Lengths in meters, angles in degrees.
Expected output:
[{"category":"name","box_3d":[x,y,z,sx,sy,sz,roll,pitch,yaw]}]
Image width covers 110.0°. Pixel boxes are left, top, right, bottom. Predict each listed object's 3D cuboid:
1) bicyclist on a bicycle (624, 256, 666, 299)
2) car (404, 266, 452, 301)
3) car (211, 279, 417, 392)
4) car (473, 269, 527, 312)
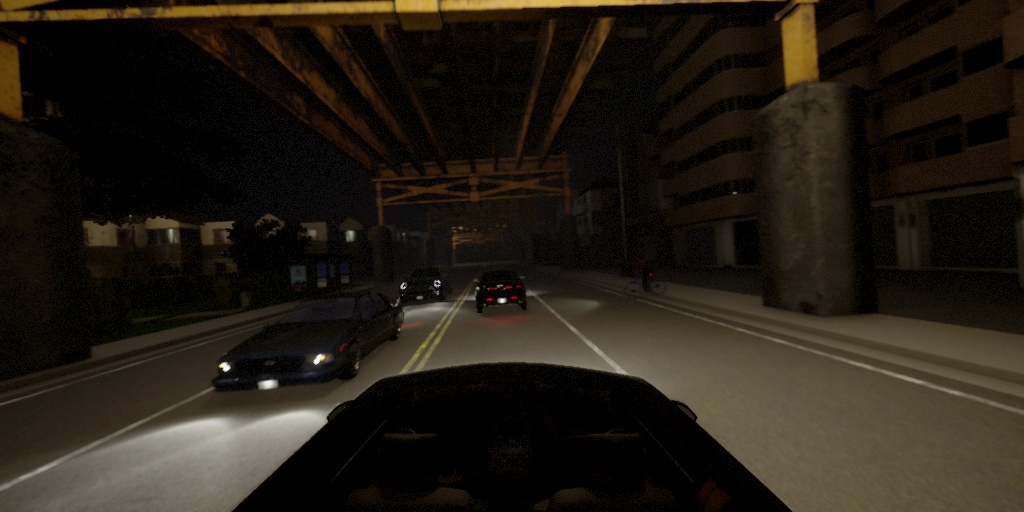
[{"category":"bicyclist on a bicycle","box_3d":[4.985,0.774,13.628,1.656,1.620,0.582,-10,0,-3]},{"category":"car","box_3d":[-4.444,1.360,18.907,2.097,1.767,4.553,-4,0,-3]},{"category":"car","box_3d":[-3.811,1.535,7.997,2.033,1.411,5.357,-4,0,-3]},{"category":"car","box_3d":[-0.492,1.260,14.523,1.837,1.490,4.892,-4,0,-3]}]
